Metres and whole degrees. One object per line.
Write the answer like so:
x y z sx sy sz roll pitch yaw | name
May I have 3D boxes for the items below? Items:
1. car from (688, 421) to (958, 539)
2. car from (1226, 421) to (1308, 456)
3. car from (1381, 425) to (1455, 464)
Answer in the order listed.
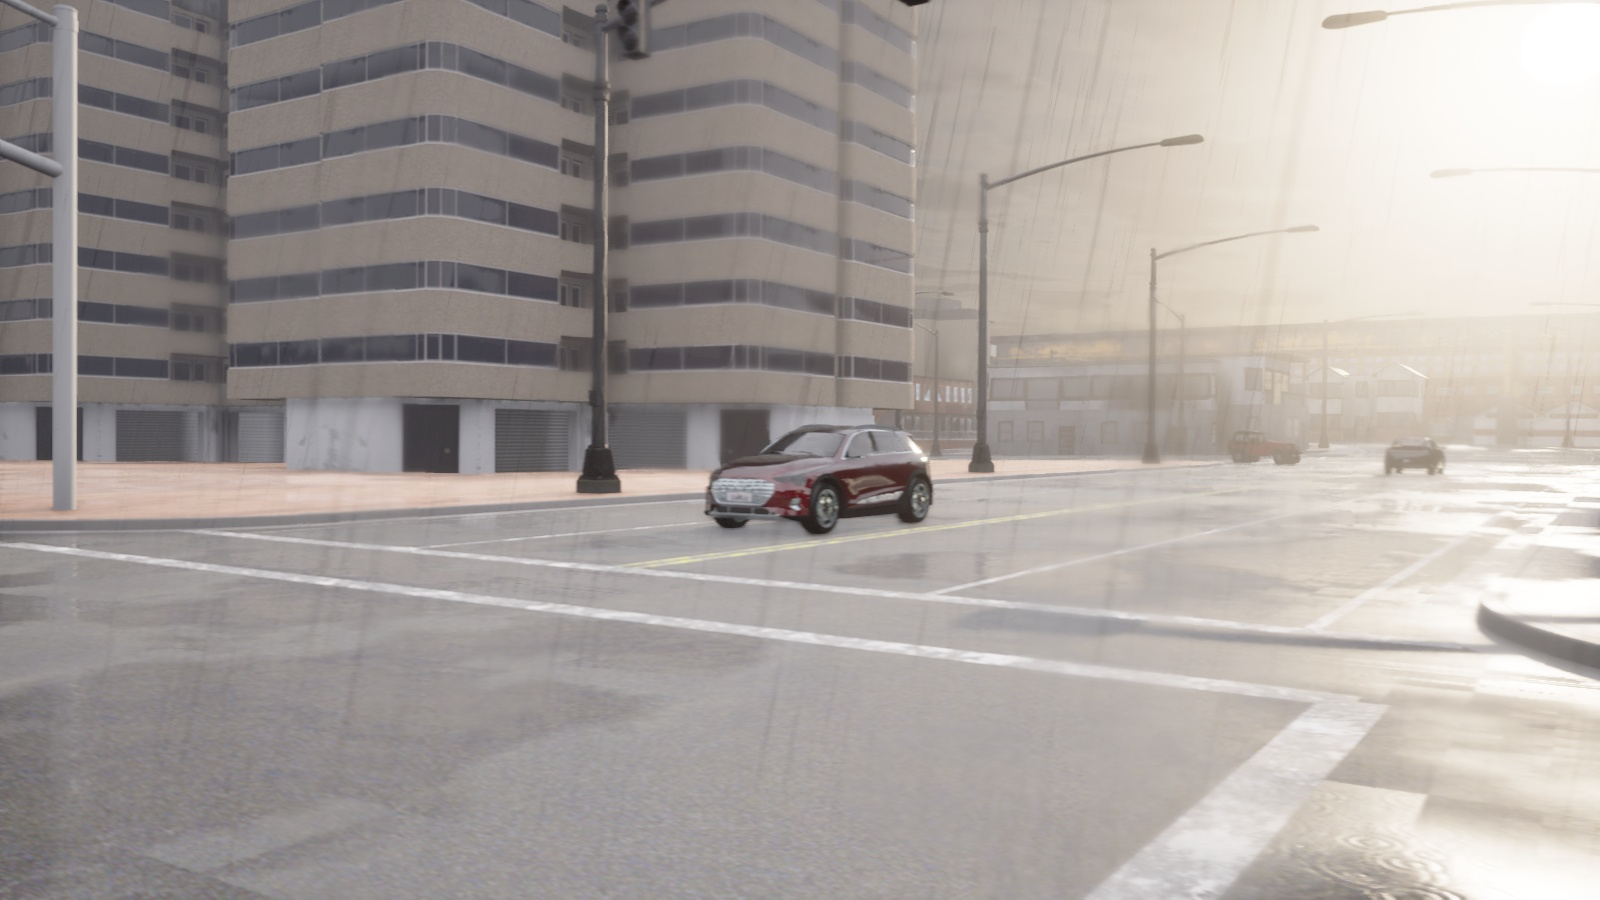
0.530 0.381 20.190 2.033 1.649 4.856 0 1 33 | car
26.107 -0.627 70.218 3.866 1.878 1.905 0 1 43 | car
25.365 -0.245 51.480 2.128 1.511 4.902 0 1 33 | car
